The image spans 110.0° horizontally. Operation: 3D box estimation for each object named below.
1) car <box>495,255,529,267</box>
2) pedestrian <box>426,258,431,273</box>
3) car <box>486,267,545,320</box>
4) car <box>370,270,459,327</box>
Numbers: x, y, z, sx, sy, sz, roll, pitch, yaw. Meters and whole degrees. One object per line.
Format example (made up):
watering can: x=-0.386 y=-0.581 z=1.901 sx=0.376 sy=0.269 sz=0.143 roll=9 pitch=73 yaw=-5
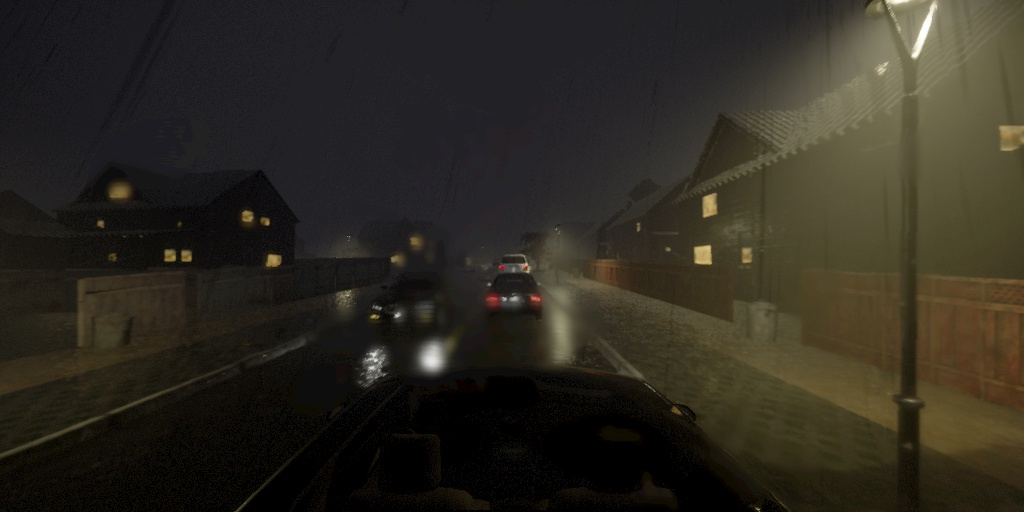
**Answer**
car: x=0.075 y=0.932 z=25.919 sx=2.150 sy=2.045 sz=5.566 roll=0 pitch=0 yaw=-1
pedestrian: x=-9.925 y=1.144 z=42.440 sx=0.375 sy=1.860 sz=0.375 roll=0 pitch=-2 yaw=5
car: x=0.097 y=1.274 z=12.523 sx=2.033 sy=1.411 sz=5.357 roll=0 pitch=0 yaw=0
car: x=-2.847 y=1.233 z=11.414 sx=1.837 sy=1.490 sz=4.892 roll=0 pitch=0 yaw=0
